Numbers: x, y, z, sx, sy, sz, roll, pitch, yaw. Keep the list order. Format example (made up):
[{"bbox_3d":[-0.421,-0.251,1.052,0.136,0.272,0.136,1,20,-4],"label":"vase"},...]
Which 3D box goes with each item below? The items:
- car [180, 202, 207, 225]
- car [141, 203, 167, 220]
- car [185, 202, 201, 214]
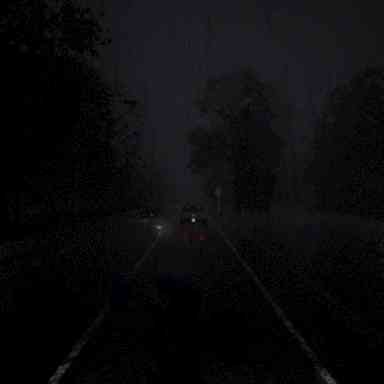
[{"bbox_3d":[0.097,1.679,24.906,1.895,1.301,4.718,0,-1,0],"label":"car"},{"bbox_3d":[-3.351,1.713,29.816,1.994,1.385,4.181,0,-1,0],"label":"car"},{"bbox_3d":[0.093,1.928,41.699,1.895,1.301,4.718,0,-1,0],"label":"car"}]
